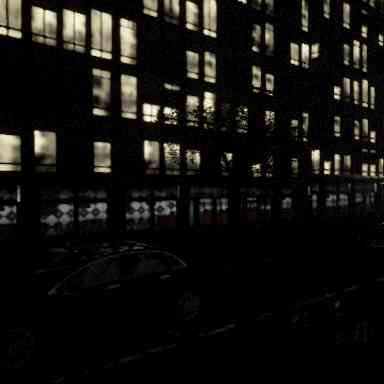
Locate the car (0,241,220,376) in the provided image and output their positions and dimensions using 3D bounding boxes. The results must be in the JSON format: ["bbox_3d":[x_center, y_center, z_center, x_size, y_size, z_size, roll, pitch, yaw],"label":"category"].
[{"bbox_3d":[-1.544,1.551,5.469,4.403,1.369,2.008,0,-1,-36],"label":"car"}]

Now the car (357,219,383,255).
[{"bbox_3d":[7.708,1.553,12.073,4.403,1.369,2.008,0,-1,-36],"label":"car"}]
